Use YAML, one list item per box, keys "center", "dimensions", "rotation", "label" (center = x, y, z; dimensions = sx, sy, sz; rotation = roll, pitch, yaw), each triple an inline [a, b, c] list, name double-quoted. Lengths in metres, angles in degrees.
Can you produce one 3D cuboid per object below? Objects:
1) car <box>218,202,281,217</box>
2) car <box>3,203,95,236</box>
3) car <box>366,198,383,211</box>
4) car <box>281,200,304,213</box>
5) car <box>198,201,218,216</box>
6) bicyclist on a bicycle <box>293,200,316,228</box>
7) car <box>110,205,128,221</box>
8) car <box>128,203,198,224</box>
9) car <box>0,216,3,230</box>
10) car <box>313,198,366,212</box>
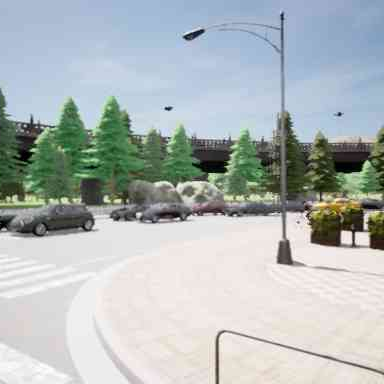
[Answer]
- center: [5.603, 1.636, 32.379]
  dimensions: [5.357, 1.411, 2.033]
  rotation: [0, 0, -26]
  label: "car"
- center: [-8.016, 1.477, 19.380]
  dimensions: [2.097, 1.767, 4.553]
  rotation: [-1, 0, 37]
  label: "car"
- center: [20.588, 1.498, 39.538]
  dimensions: [4.902, 1.511, 2.128]
  rotation: [0, 0, 0]
  label: "car"
- center: [10.795, 1.643, 38.029]
  dimensions: [4.181, 1.385, 1.994]
  rotation: [0, 0, -14]
  label: "car"
- center: [1.728, 1.657, 34.032]
  dimensions: [4.674, 1.442, 1.812]
  rotation: [0, 0, -30]
  label: "car"
- center: [6.504, 1.302, 18.911]
  dimensions: [0.582, 1.620, 1.656]
  rotation: [0, -1, -44]
  label: "bicyclist on a bicycle"
- center: [-4.922, 1.718, 28.545]
  dimensions: [1.994, 1.385, 4.181]
  rotation: [-1, 0, 45]
  label: "car"
- center: [-2.222, 1.611, 26.452]
  dimensions: [4.902, 1.511, 2.128]
  rotation: [0, 0, -44]
  label: "car"
- center: [-10.578, 1.762, 21.824]
  dimensions: [1.895, 1.301, 4.718]
  rotation: [-1, 0, 38]
  label: "car"
- center: [15.473, 1.504, 35.614]
  dimensions: [5.008, 1.535, 1.882]
  rotation: [0, 0, -7]
  label: "car"
